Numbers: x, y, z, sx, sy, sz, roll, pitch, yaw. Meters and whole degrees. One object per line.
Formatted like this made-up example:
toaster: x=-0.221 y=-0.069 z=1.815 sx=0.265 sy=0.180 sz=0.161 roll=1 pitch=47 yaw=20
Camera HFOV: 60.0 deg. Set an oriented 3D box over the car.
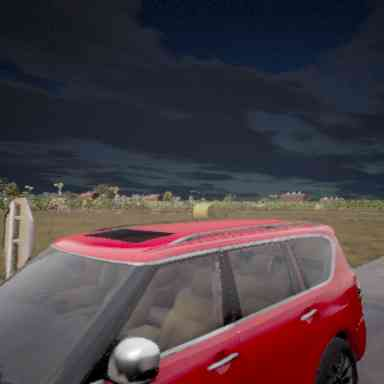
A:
car: x=-0.412 y=1.339 z=2.994 sx=5.566 sy=2.045 sz=2.150 roll=1 pitch=-3 yaw=-42
